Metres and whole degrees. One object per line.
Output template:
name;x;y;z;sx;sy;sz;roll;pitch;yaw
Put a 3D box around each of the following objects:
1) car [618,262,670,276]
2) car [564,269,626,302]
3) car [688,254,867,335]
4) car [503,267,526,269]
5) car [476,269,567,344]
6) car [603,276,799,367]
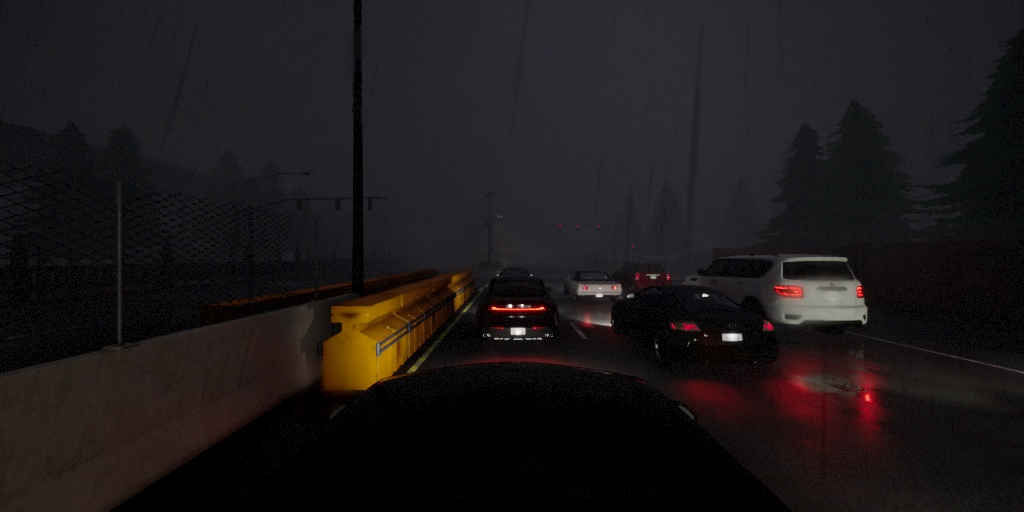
car;7.147;1.102;20.227;2.097;1.767;4.553;0;0;0
car;3.639;1.351;17.123;1.895;1.301;4.718;0;0;0
car;7.124;0.971;10.641;2.150;2.045;5.566;0;0;0
car;0.141;1.297;19.088;2.033;1.411;5.357;0;0;0
car;0.120;1.255;9.570;1.837;1.490;4.892;0;0;0
car;3.624;1.314;7.941;1.994;1.385;4.181;0;0;-1
